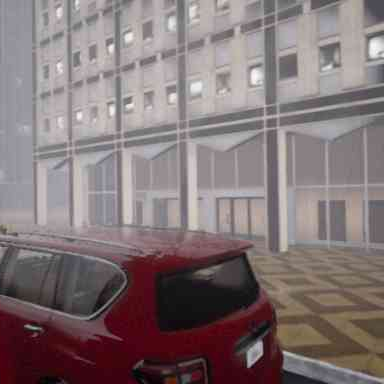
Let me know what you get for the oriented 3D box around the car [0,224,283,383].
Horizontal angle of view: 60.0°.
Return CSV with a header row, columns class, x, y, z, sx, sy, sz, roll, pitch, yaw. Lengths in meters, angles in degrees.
class,x,y,z,sx,sy,sz,roll,pitch,yaw
car,-1.464,1.322,3.937,5.009,1.841,2.192,0,-1,36
